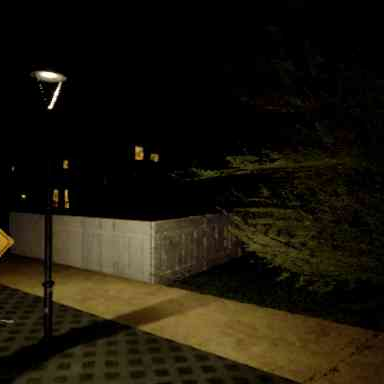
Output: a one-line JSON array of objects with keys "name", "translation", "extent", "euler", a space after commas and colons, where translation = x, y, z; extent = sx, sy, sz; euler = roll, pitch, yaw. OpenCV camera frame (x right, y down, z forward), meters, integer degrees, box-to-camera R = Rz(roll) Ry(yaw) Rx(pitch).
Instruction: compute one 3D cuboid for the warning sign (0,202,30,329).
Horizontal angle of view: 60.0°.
[{"name": "warning sign", "translation": [-3.414, 1.105, 5.093], "extent": [1.060, 1.860, 1.300], "euler": [1, 0, 35]}]
